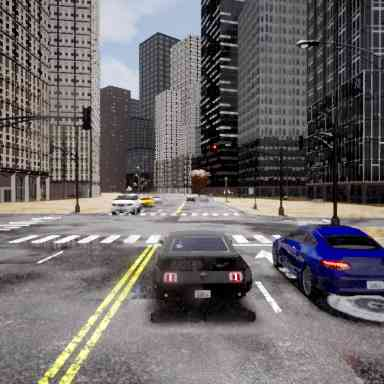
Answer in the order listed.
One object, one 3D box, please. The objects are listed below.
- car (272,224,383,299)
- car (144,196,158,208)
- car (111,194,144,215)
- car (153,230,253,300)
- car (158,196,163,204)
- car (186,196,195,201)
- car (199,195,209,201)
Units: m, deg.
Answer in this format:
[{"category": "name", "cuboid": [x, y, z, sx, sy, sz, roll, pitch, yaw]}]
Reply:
[{"category": "car", "cuboid": [3.347, 1.523, 8.339, 1.812, 1.442, 4.674, 0, 0, 1]}, {"category": "car", "cuboid": [-6.556, 1.429, 48.549, 1.882, 1.535, 5.008, 0, 0, 0]}, {"category": "car", "cuboid": [-6.576, 1.199, 33.590, 2.150, 2.045, 5.566, 0, 0, 0]}, {"category": "car", "cuboid": [0.104, 1.598, 8.367, 1.895, 1.301, 4.718, 0, 0, -3]}, {"category": "car", "cuboid": [-6.559, 1.448, 62.187, 1.812, 1.442, 4.674, 0, 0, 0]}, {"category": "car", "cuboid": [-0.340, 1.479, 77.194, 1.895, 1.301, 4.718, 0, 0, -3]}, {"category": "car", "cuboid": [2.792, 1.399, 79.808, 1.812, 1.442, 4.674, 0, 0, -3]}]
